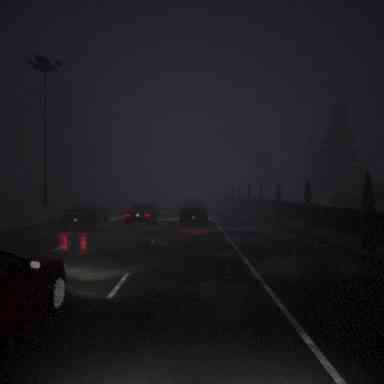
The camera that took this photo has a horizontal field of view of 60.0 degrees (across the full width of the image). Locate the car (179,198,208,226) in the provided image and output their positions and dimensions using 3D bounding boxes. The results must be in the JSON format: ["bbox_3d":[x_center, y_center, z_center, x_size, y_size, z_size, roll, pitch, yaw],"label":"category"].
[{"bbox_3d":[0.098,1.431,23.269,1.882,1.535,5.008,0,0,0],"label":"car"}]

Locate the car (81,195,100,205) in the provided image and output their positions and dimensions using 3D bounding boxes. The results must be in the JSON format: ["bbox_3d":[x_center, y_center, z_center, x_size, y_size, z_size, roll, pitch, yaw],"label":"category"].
[{"bbox_3d":[-17.537,1.386,57.857,1.837,1.490,4.892,0,0,0],"label":"car"}]

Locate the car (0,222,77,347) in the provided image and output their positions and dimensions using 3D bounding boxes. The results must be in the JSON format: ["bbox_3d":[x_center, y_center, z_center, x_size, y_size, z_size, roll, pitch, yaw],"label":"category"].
[{"bbox_3d":[-3.400,1.468,4.574,1.882,1.535,5.008,0,0,0],"label":"car"}]

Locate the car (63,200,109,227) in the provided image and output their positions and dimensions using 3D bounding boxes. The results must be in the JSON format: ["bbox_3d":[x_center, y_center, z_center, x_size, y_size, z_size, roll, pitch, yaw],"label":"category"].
[{"bbox_3d":[-6.902,1.447,22.088,2.128,1.511,4.902,0,0,0],"label":"car"}]

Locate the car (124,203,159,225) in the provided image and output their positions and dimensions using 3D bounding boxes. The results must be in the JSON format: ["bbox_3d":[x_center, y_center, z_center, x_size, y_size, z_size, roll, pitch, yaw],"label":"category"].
[{"bbox_3d":[-3.402,1.500,23.271,2.033,1.411,5.357,0,0,0],"label":"car"}]

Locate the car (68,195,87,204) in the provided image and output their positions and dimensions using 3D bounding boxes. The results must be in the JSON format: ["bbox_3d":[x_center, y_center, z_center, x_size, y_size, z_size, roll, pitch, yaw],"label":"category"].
[{"bbox_3d":[-21.073,1.353,61.508,1.882,1.535,5.008,0,0,0],"label":"car"}]
